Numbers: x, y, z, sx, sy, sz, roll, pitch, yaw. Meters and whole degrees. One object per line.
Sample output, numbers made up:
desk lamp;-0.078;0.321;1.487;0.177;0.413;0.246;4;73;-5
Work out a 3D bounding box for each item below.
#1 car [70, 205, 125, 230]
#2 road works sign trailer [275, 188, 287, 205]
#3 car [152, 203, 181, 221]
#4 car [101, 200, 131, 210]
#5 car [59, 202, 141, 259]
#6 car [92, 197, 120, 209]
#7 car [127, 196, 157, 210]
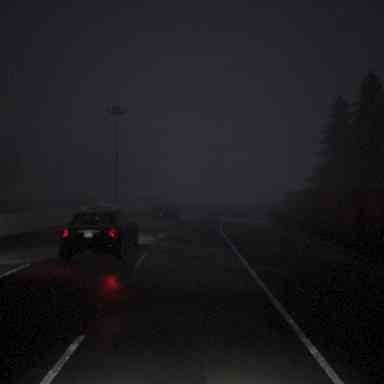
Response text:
car;-6.544;1.727;23.866;2.033;1.411;5.357;0;0;5
road works sign trailer;19.889;1.010;72.813;2.380;3.560;2.880;0;-1;42
car;-2.247;1.705;30.257;1.882;1.535;5.008;0;0;8
car;-11.620;1.933;51.407;2.033;1.411;5.357;0;0;19
car;-3.412;1.452;13.108;2.097;1.767;4.553;0;0;0
car;-14.088;1.763;54.740;2.097;1.767;4.553;0;-1;21
car;-7.657;1.614;51.987;2.150;2.045;5.566;0;-1;21
